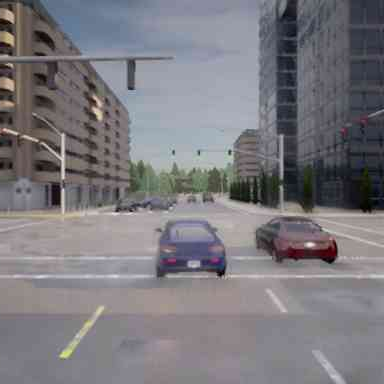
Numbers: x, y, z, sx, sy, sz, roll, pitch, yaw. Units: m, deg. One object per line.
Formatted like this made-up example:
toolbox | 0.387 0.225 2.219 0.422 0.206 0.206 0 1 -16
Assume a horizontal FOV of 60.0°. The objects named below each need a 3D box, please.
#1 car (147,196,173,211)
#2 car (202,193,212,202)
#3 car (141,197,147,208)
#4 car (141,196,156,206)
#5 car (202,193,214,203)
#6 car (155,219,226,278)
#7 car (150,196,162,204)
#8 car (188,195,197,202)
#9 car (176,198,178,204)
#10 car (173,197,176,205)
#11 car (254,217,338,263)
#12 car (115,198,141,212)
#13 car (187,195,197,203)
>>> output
car | -3.911 1.356 41.105 2.097 1.767 4.553 0 0 0
car | 3.598 1.232 79.912 2.150 2.045 5.566 0 0 1
car | -7.374 1.568 47.044 1.994 1.385 4.181 0 0 2
car | -7.249 1.483 55.860 1.882 1.535 5.008 0 0 1
car | 3.472 1.361 69.749 2.097 1.767 4.553 0 0 1
car | -0.142 1.534 10.114 1.812 1.442 4.674 0 0 -5
car | -7.072 1.510 66.217 1.837 1.490 4.892 0 0 1
car | 0.097 1.532 79.890 2.128 1.511 4.902 0 0 1
car | -3.641 1.553 61.060 2.033 1.411 5.357 0 0 1
car | -3.842 1.530 50.592 1.812 1.442 4.674 0 0 1
car | 3.555 1.581 12.064 1.994 1.385 4.181 0 -1 0
car | -7.427 1.508 38.149 1.837 1.490 4.892 0 0 1
car | -0.029 1.546 69.547 2.033 1.411 5.357 0 0 1
